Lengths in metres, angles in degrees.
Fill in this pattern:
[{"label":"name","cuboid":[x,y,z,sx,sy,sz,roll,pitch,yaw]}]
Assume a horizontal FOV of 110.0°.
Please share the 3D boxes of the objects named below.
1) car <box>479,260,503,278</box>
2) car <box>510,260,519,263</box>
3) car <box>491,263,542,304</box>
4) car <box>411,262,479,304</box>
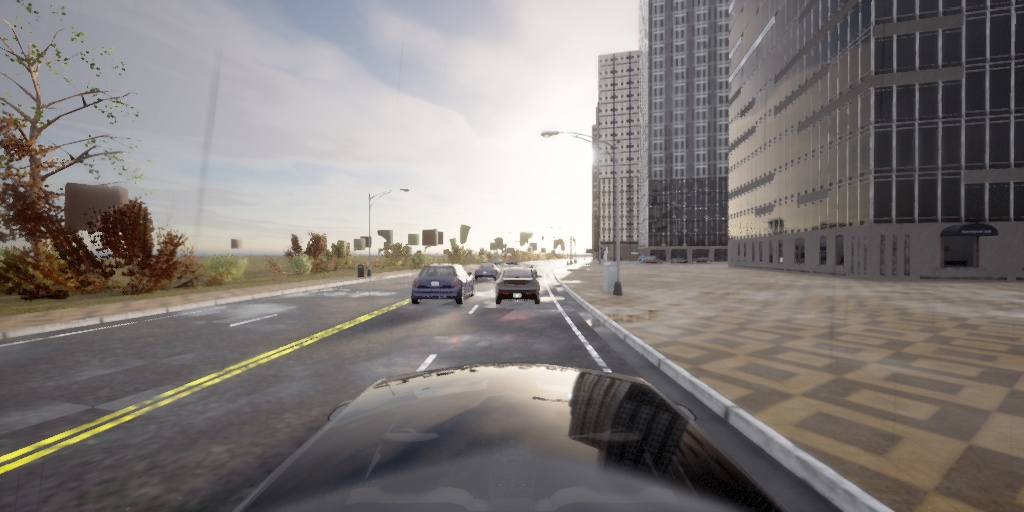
[{"label":"car","cuboid":[-2.047,1.317,31.219,1.994,1.385,4.181,0,0,5]},{"label":"car","cuboid":[1.192,1.318,30.956,1.994,1.385,4.181,0,0,5]},{"label":"car","cuboid":[0.296,1.264,16.181,1.837,1.490,4.892,0,0,2]},{"label":"car","cuboid":[-2.953,1.113,16.282,2.097,1.767,4.553,0,0,2]}]
